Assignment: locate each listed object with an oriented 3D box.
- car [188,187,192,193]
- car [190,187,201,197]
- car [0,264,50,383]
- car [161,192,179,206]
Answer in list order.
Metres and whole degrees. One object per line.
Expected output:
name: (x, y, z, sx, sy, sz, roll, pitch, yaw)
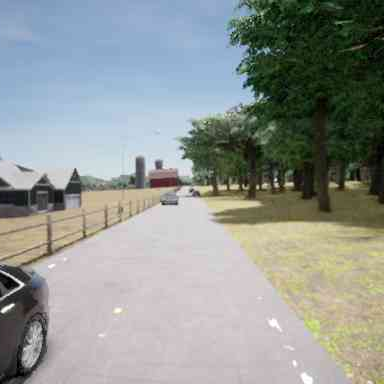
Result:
car: (0.003, -0.366, 94.764, 1.837, 1.490, 4.892, 0, 2, 0)
car: (0.965, 0.278, 75.593, 1.812, 1.442, 4.674, 0, 2, 0)
car: (-2.851, 1.491, 2.683, 1.837, 1.490, 4.892, 0, 0, 0)
car: (-2.833, 0.864, 43.917, 2.097, 1.767, 4.553, 0, 1, 0)
